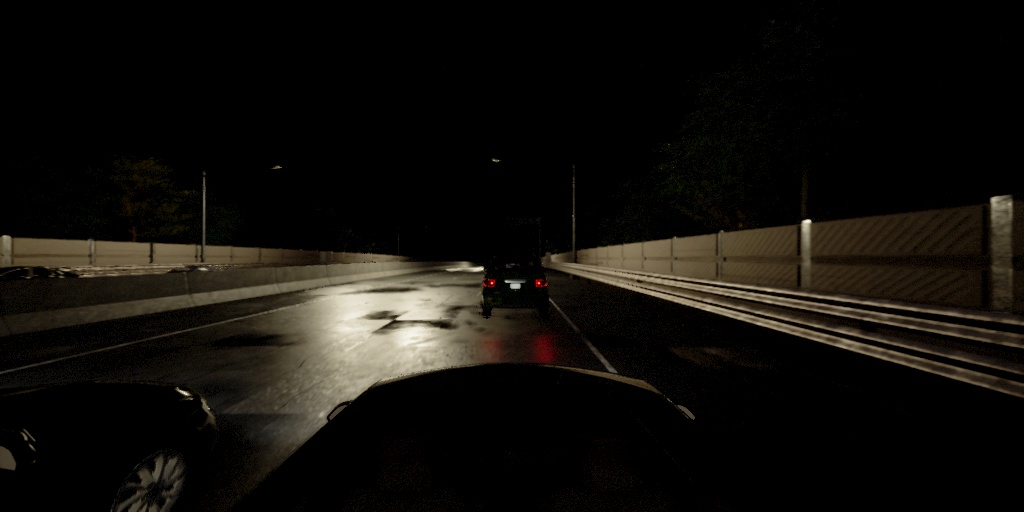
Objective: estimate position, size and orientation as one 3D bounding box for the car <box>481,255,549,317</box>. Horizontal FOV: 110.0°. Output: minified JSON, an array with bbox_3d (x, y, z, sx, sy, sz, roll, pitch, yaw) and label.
[{"bbox_3d":[0.100,0.983,13.281,2.150,2.045,5.566,0,0,0],"label":"car"}]

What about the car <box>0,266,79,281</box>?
[{"bbox_3d":[-24.599,1.275,17.578,1.837,1.490,4.892,0,0,0],"label":"car"}]

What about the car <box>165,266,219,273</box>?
[{"bbox_3d":[-21.095,1.344,23.518,1.994,1.385,4.181,0,0,0],"label":"car"}]

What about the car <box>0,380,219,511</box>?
[{"bbox_3d":[-3.400,1.255,1.023,1.837,1.490,4.892,0,0,0],"label":"car"}]
